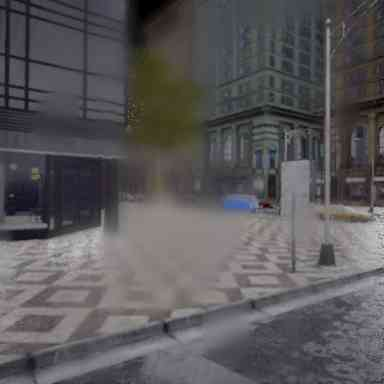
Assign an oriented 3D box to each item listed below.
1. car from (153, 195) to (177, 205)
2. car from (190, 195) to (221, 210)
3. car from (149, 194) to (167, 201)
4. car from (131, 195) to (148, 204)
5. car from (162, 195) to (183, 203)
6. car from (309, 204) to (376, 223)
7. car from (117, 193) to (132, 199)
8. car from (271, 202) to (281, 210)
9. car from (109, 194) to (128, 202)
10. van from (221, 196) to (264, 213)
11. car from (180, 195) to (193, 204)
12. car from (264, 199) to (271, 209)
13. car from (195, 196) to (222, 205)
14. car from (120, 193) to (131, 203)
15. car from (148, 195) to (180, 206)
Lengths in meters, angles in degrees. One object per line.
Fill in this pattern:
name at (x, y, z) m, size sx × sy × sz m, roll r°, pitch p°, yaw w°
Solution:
car at (-4.486, 1.262, 54.535) m, size 1.812 × 1.442 × 4.674 m, roll 1°, pitch 0°, yaw -35°
car at (2.153, 1.477, 40.364) m, size 2.008 × 1.369 × 4.403 m, roll 2°, pitch 0°, yaw -35°
car at (-7.056, 1.194, 68.245) m, size 1.802 × 1.307 × 4.206 m, roll 2°, pitch 0°, yaw -35°
car at (-7.551, 1.240, 54.146) m, size 2.008 × 1.369 × 4.403 m, roll 2°, pitch 0°, yaw -35°
car at (-3.821, 1.243, 63.653) m, size 2.008 × 1.369 × 4.403 m, roll 2°, pitch 0°, yaw -35°
car at (11.957, 1.644, 26.442) m, size 1.752 × 1.417 × 4.829 m, roll 1°, pitch 0°, yaw -35°
car at (-16.758, 0.922, 82.021) m, size 1.887 × 1.381 × 4.507 m, roll 2°, pitch 0°, yaw -35°
car at (12.352, 1.645, 40.688) m, size 1.947 × 1.339 × 4.313 m, roll 2°, pitch 0°, yaw -35°
car at (-14.020, 1.079, 63.331) m, size 2.008 × 1.369 × 4.403 m, roll 2°, pitch 0°, yaw -35°
van at (5.392, 1.337, 35.772) m, size 1.690 × 1.788 × 3.998 m, roll 1°, pitch 0°, yaw -35°
car at (-0.583, 1.213, 59.061) m, size 1.967 × 1.590 × 4.097 m, roll 2°, pitch 0°, yaw -35°
car at (9.119, 1.554, 45.280) m, size 1.887 × 1.381 × 4.507 m, roll 2°, pitch 0°, yaw -35°
car at (2.648, 1.405, 54.469) m, size 2.008 × 1.369 × 4.403 m, roll 2°, pitch 0°, yaw -35°
car at (-10.786, 1.159, 58.738) m, size 2.008 × 1.369 × 4.403 m, roll 2°, pitch 0°, yaw -35°
car at (-4.219, 1.299, 49.414) m, size 1.752 × 1.417 × 4.829 m, roll 2°, pitch 0°, yaw -35°
